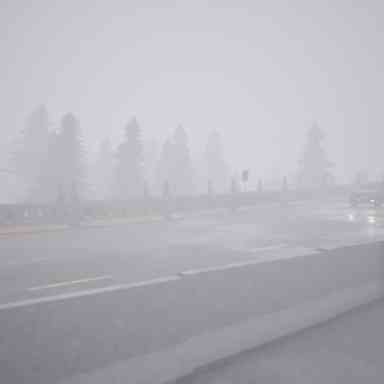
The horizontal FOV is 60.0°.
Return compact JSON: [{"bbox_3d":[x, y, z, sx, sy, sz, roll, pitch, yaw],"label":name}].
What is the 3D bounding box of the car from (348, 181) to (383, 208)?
[{"bbox_3d":[15.406,0.125,27.857,5.566,2.045,2.150,-4,2,-35],"label":"car"}]
